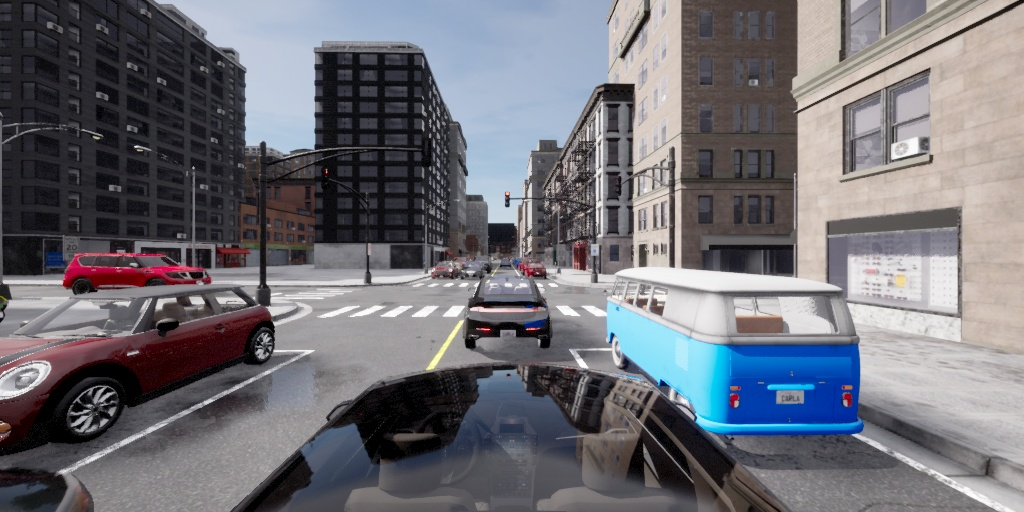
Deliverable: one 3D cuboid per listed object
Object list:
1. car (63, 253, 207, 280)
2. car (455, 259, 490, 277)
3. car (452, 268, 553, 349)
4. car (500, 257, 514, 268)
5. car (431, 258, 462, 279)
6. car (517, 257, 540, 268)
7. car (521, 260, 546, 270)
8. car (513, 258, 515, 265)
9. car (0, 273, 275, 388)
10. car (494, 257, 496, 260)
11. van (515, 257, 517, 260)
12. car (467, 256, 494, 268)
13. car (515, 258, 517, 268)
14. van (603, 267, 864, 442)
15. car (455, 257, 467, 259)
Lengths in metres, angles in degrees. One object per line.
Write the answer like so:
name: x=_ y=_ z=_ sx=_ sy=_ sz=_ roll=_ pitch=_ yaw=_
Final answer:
car: x=-17.702 y=0.884 z=17.093 sx=5.566 sy=2.045 sz=2.150 roll=0 pitch=0 yaw=-1
car: x=-3.383 y=1.240 z=31.599 sx=2.128 sy=1.511 sz=4.902 roll=0 pitch=0 yaw=-1
car: x=-0.123 y=1.241 z=9.160 sx=2.128 sy=1.511 sz=4.902 roll=0 pitch=0 yaw=-1
car: x=-1.107 y=1.307 z=62.261 sx=1.994 sy=1.385 sz=4.181 roll=0 pitch=0 yaw=-1
car: x=-5.935 y=1.188 z=31.952 sx=1.967 sy=1.591 sz=4.097 roll=0 pitch=0 yaw=-1
car: x=1.989 y=1.063 z=37.509 sx=2.192 sy=1.841 sz=5.009 roll=0 pitch=0 yaw=-1
car: x=2.089 y=1.294 z=32.100 sx=1.888 sy=1.381 sz=4.507 roll=0 pitch=0 yaw=-1
car: x=1.589 y=1.310 z=59.144 sx=1.948 sy=1.339 sz=4.313 roll=0 pitch=0 yaw=-1
car: x=-5.438 y=1.189 z=5.076 sx=1.967 sy=1.591 sz=4.097 roll=0 pitch=0 yaw=-1
car: x=-3.762 y=1.294 z=52.164 sx=2.033 sy=1.411 sz=5.357 roll=0 pitch=0 yaw=-1
van: x=1.689 y=1.087 z=53.735 sx=1.690 sy=1.789 sz=3.998 roll=0 pitch=0 yaw=-1
car: x=-3.570 y=0.970 z=41.762 sx=2.150 sy=2.045 sz=5.566 roll=0 pitch=0 yaw=0
car: x=1.789 y=1.292 z=48.326 sx=1.888 sy=1.381 sz=4.507 roll=0 pitch=0 yaw=-1
van: x=2.586 y=1.091 z=5.224 sx=1.690 sy=1.789 sz=3.998 roll=0 pitch=0 yaw=-1
car: x=-6.135 y=1.063 z=42.769 sx=2.192 sy=1.841 sz=5.009 roll=0 pitch=0 yaw=-1
